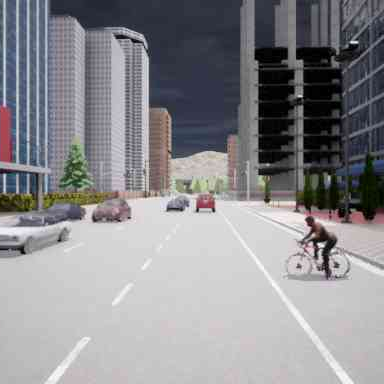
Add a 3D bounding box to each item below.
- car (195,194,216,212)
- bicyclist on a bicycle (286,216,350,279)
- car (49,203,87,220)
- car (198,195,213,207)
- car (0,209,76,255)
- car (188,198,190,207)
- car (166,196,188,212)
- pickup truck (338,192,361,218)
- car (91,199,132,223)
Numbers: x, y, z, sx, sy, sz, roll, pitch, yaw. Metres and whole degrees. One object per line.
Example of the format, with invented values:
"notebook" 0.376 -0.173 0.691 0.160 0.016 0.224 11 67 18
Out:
"car" 1.591 1.223 38.978 2.150 2.045 5.566 0 0 2
"bicyclist on a bicycle" 3.220 1.445 8.563 1.656 1.620 0.582 -2 0 2
"car" -9.659 1.547 25.149 2.033 1.411 5.357 0 0 2
"car" 2.046 1.351 50.475 2.097 1.767 4.553 0 0 2
"car" -6.638 1.601 13.445 1.895 1.301 4.718 0 0 2
"car" -1.463 1.351 50.282 2.097 1.767 4.553 0 0 2
"car" -1.888 1.563 39.545 1.994 1.385 4.181 0 0 2
"pickup truck" 14.201 1.058 28.443 2.390 2.098 6.274 0 0 33
"car" -6.128 1.351 25.761 2.097 1.767 4.553 0 0 2
